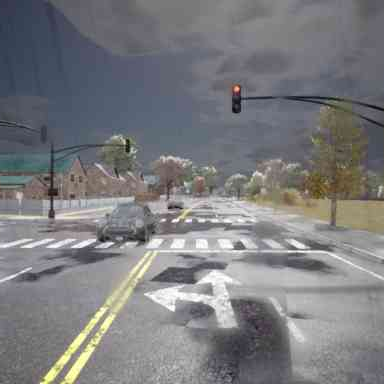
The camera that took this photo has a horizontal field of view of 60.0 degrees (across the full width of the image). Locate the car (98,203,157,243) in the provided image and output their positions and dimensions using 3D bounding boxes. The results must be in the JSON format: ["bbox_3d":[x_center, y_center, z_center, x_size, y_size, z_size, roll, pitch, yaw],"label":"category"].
[{"bbox_3d":[-3.008,1.363,16.210,2.097,1.767,4.553,0,0,1],"label":"car"}]

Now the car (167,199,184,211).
[{"bbox_3d":[-2.020,1.606,42.443,2.033,1.411,5.357,0,0,3],"label":"car"}]
